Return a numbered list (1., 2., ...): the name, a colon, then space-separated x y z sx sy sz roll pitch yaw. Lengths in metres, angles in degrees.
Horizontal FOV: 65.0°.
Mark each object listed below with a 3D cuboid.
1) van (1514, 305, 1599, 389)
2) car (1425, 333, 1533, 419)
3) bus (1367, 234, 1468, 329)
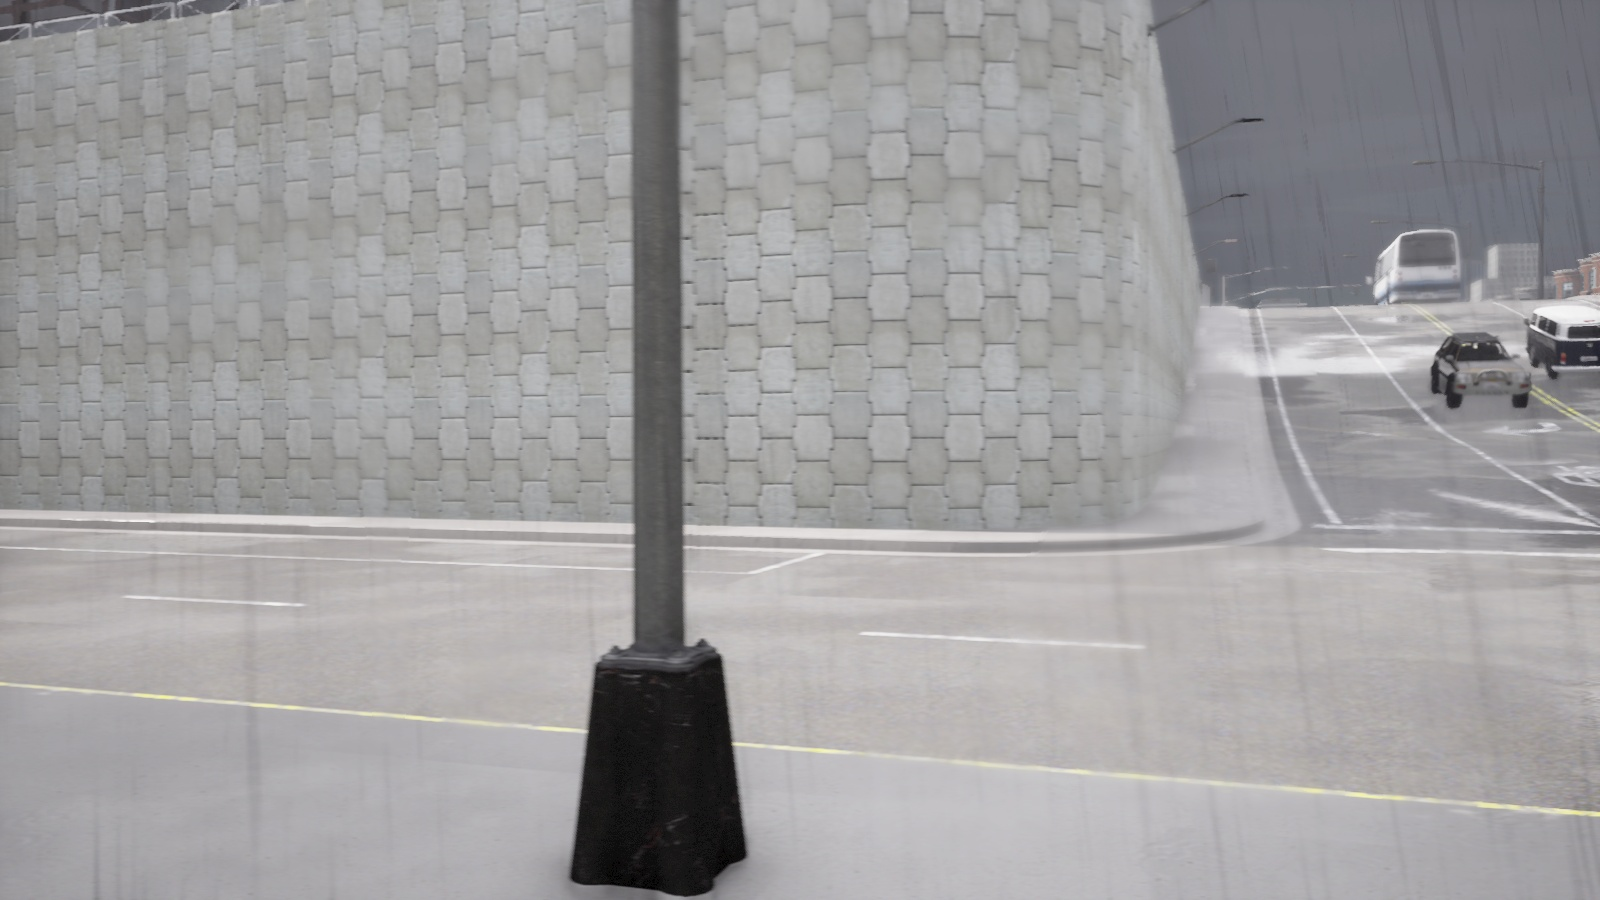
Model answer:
1. van: 24.370 -3.315 39.898 2.069 2.038 4.480 1 12 19
2. car: 19.325 -2.178 35.951 1.932 1.855 4.605 1 11 19
3. bus: 35.623 -9.576 72.915 3.944 4.253 10.273 0 1 19
